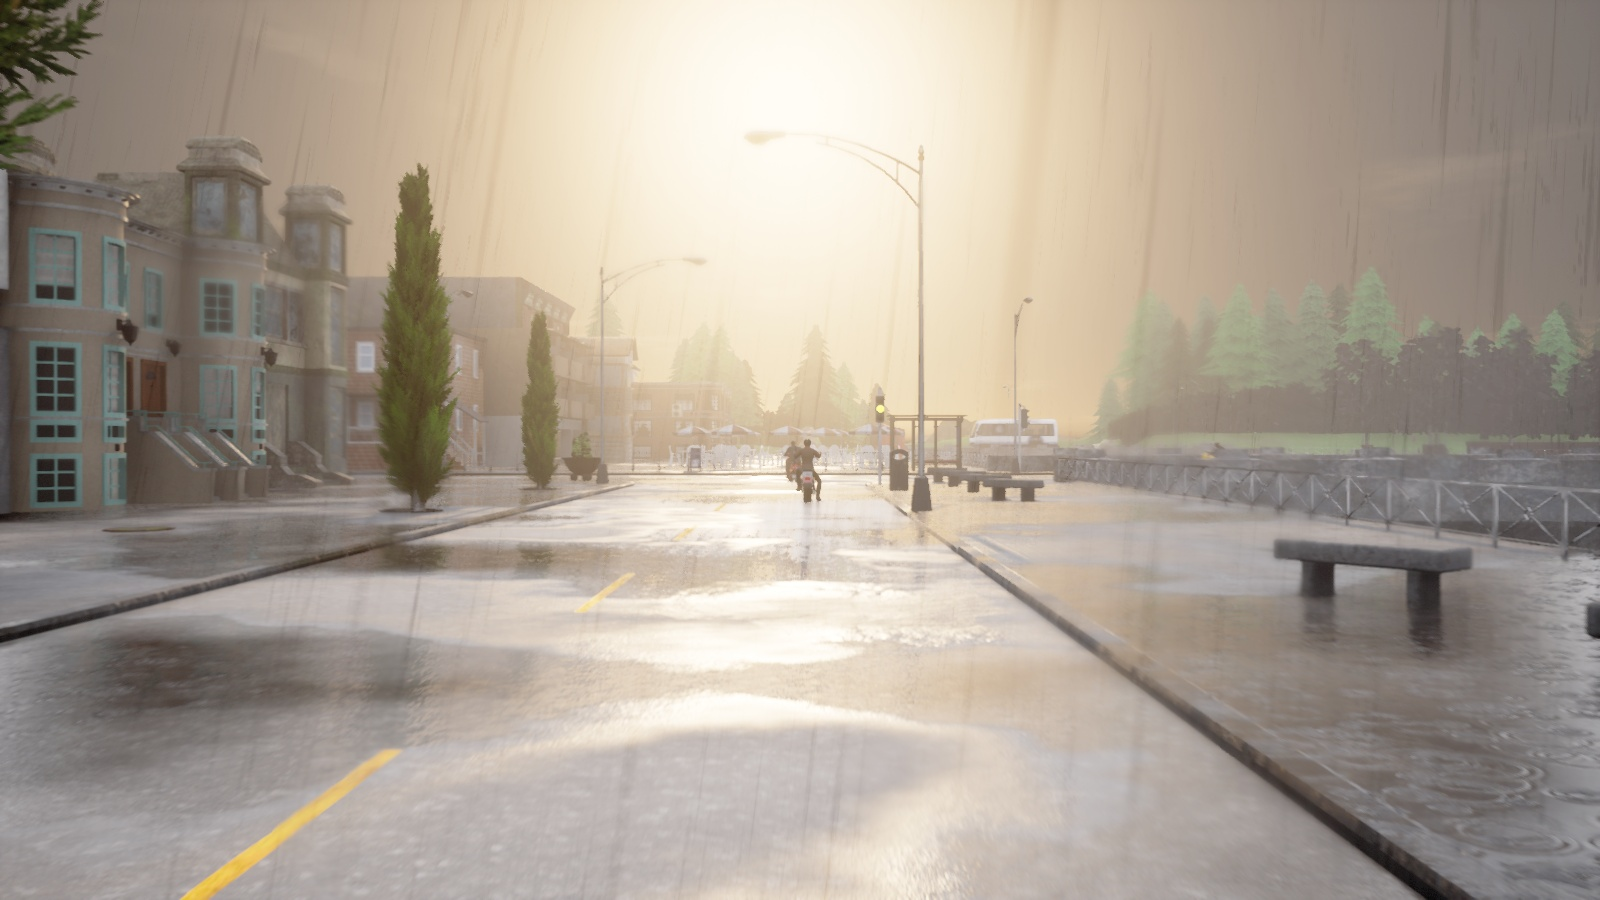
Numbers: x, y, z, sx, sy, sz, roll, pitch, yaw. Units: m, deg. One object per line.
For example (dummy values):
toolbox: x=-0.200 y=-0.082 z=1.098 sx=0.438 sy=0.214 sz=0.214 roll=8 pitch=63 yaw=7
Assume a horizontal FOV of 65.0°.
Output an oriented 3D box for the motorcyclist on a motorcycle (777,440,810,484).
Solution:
motorcyclist on a motorcycle: x=-0.255 y=0.435 z=46.987 sx=0.866 sy=1.590 sz=1.817 roll=-1 pitch=1 yaw=-12

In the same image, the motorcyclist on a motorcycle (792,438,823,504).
motorcyclist on a motorcycle: x=0.194 y=0.515 z=32.211 sx=0.766 sy=1.649 sz=2.350 roll=0 pitch=0 yaw=0
